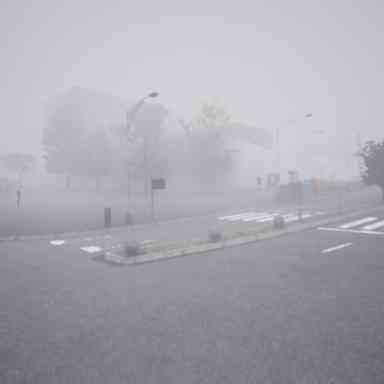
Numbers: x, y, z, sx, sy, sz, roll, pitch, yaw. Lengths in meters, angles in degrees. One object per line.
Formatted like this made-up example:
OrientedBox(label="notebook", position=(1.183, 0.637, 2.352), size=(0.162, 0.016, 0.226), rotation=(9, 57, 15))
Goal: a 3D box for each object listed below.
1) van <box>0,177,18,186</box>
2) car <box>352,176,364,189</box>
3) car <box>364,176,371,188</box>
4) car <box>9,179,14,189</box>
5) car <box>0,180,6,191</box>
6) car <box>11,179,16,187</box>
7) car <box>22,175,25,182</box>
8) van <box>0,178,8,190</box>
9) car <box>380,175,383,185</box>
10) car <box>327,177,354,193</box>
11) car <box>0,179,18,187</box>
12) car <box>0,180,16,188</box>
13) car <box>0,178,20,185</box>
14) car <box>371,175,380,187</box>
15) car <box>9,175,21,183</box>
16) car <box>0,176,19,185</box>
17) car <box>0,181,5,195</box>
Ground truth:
OrientedBox(label="van", position=(-42.642, -2.508, 76.409), size=(4.442, 1.987, 1.878), rotation=(-1, 5, -44))
OrientedBox(label="car", position=(19.632, -0.890, 44.085), size=(4.892, 1.521, 2.231), rotation=(-3, 2, 28))
OrientedBox(label="car", position=(21.780, -1.065, 46.112), size=(4.674, 1.452, 2.002), rotation=(-3, 2, 27))
OrientedBox(label="car", position=(-35.476, -0.995, 59.880), size=(4.892, 1.521, 2.231), rotation=(-1, 5, -43))
OrientedBox(label="car", position=(-32.002, -0.478, 51.568), size=(4.553, 1.767, 2.185), rotation=(-1, 5, -43))
OrientedBox(label="car", position=(-36.650, -1.182, 62.657), size=(4.792, 1.488, 2.163), rotation=(-1, 5, -43))
OrientedBox(label="car", position=(-45.147, -2.942, 81.798), size=(5.566, 2.045, 2.435), rotation=(-1, 4, -44))
OrientedBox(label="van", position=(-33.053, -0.795, 54.426), size=(4.442, 1.987, 1.878), rotation=(-1, 5, -43))
OrientedBox(label="car", position=(25.981, -1.653, 50.208), size=(4.553, 1.767, 2.185), rotation=(-3, 2, 26))
OrientedBox(label="car", position=(17.432, -0.643, 42.110), size=(4.792, 1.488, 2.163), rotation=(-3, 2, 28))
OrientedBox(label="car", position=(-41.639, -2.068, 73.483), size=(5.366, 1.575, 1.946), rotation=(-1, 5, -44))
OrientedBox(label="car", position=(-39.071, -1.640, 68.148), size=(4.892, 1.521, 2.231), rotation=(-1, 5, -44))
OrientedBox(label="car", position=(-44.087, -2.488, 78.937), size=(5.366, 1.575, 1.946), rotation=(-1, 5, -44))
OrientedBox(label="car", position=(23.910, -1.319, 48.138), size=(5.008, 1.535, 2.097), rotation=(-3, 2, 27))
OrientedBox(label="car", position=(-40.257, -2.106, 70.893), size=(5.566, 2.045, 2.435), rotation=(-1, 5, -44))
OrientedBox(label="car", position=(-37.834, -1.677, 65.400), size=(5.566, 2.045, 2.435), rotation=(-1, 5, -43))
OrientedBox(label="car", position=(-29.678, -0.175, 46.036), size=(5.566, 2.045, 2.435), rotation=(-1, 5, -43))
